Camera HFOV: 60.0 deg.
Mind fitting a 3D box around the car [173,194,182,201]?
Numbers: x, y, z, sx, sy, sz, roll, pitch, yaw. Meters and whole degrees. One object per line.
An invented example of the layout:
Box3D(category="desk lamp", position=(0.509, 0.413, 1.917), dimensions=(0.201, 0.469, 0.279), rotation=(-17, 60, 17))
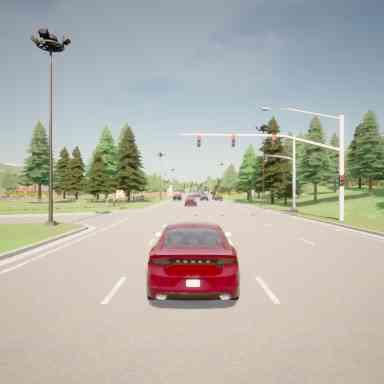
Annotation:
Box3D(category="car", position=(-3.816, 1.469, 83.620), dimensions=(1.882, 1.535, 5.008), rotation=(0, 0, 0))

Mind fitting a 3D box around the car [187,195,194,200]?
Box3D(category="car", position=(-0.355, 1.427, 94.083), dimensions=(1.895, 1.301, 4.718), rotation=(0, 0, 0))

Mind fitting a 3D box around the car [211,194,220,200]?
Box3D(category="car", position=(6.645, 1.372, 94.080), dimensions=(2.033, 1.411, 5.357), rotation=(0, 0, 0))

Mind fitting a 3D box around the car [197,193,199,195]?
Box3D(category="car", position=(3.145, 1.357, 94.066), dimensions=(2.128, 1.511, 4.902), rotation=(0, 0, 0))

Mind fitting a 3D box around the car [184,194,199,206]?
Box3D(category="car", position=(-0.199, 1.525, 53.020), dimensions=(1.812, 1.442, 4.674), rotation=(0, 0, 0))

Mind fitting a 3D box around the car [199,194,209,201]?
Box3D(category="car", position=(3.183, 1.516, 84.063), dimensions=(1.812, 1.442, 4.674), rotation=(0, 0, 0))

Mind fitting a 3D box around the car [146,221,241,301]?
Box3D(category="car", position=(0.031, 1.478, 8.418), dimensions=(1.882, 1.535, 5.008), rotation=(0, 0, 0))

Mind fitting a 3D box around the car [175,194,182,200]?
Box3D(category="car", position=(-3.855, 1.310, 94.040), dimensions=(1.882, 1.535, 5.008), rotation=(0, 0, 0))

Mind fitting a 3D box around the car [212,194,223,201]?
Box3D(category="car", position=(6.684, 1.516, 83.660), dimensions=(2.128, 1.511, 4.902), rotation=(0, 0, 0))
